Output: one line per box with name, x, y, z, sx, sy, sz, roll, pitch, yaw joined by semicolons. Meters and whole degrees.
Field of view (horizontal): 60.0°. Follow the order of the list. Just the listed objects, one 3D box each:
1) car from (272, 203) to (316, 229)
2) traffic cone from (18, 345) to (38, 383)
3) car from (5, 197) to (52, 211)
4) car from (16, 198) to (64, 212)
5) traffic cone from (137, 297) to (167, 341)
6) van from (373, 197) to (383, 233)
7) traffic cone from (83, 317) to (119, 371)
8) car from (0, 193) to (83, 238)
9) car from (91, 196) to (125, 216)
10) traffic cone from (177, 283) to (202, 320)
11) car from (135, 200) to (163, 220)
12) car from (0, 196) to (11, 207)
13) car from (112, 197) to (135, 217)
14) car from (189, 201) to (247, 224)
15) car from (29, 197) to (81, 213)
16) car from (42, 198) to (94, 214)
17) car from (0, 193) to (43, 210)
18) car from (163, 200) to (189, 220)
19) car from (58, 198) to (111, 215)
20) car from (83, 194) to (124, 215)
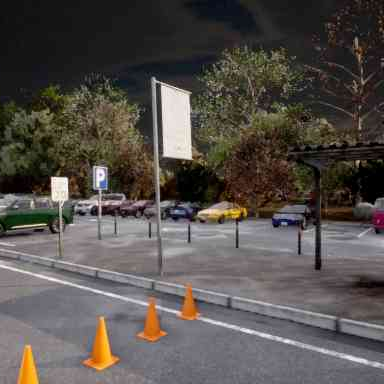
car;6.972;1.513;22.113;2.163;1.488;4.792;0;0;35
traffic cone;-1.776;1.957;3.592;0.340;0.580;0.340;0;0;35
car;-20.257;1.451;41.306;2.163;1.488;4.792;0;0;35
car;-18.013;1.468;39.659;2.163;1.488;4.792;0;0;35
traffic cone;-0.626;1.957;5.225;0.340;0.580;0.340;0;0;35
van;11.598;1.264;19.042;1.878;1.987;4.442;0;0;35
traffic cone;-1.201;1.957;4.408;0.340;0.580;0.340;0;0;35
car;-8.918;1.221;17.290;2.435;2.045;5.566;0;0;35
car;-6.637;1.466;31.712;2.097;1.535;5.008;0;0;35
traffic cone;-0.051;1.957;6.041;0.340;0.580;0.340;0;0;36
car;-2.093;1.473;28.522;2.231;1.521;4.892;0;0;35
car;-29.253;1.332;47.815;1.946;1.575;5.366;1;0;35
car;-4.365;1.469;30.117;2.097;1.535;5.008;0;0;35
car;2.339;1.475;25.175;1.946;1.575;5.366;0;0;35
car;-15.622;1.444;38.241;1.946;1.575;5.366;0;0;35
car;-13.458;1.454;36.490;2.097;1.535;5.008;0;0;35
car;-22.560;1.153;42.853;2.435;2.045;5.566;0;0;35
car;0.191;1.504;26.946;2.163;1.488;4.792;0;0;35
car;-11.185;1.461;34.892;2.231;1.521;4.892;0;0;35
car;-8.928;1.212;33.279;2.435;2.045;5.566;0;0;35
